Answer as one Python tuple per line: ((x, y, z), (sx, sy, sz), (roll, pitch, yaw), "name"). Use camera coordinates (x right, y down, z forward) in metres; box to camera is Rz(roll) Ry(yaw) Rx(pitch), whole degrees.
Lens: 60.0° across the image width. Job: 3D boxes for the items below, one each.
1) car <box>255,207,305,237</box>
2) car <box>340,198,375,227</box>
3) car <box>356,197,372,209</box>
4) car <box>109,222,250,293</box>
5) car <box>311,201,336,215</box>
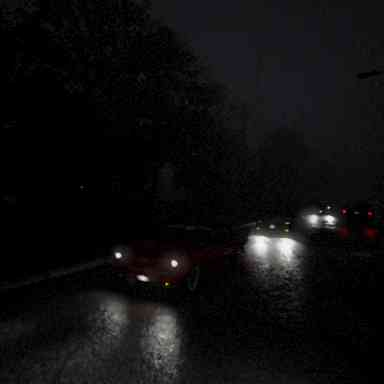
((4.905, 1.534, 18.197), (1.994, 1.385, 4.181), (2, 1, 28), "car")
((12.162, 1.435, 24.381), (2.097, 1.767, 4.553), (2, 1, 28), "car")
((24.794, 1.529, 47.838), (1.994, 1.385, 4.181), (2, 1, 28), "car")
((-0.023, 1.525, 8.989), (1.895, 1.301, 4.718), (2, 1, 27), "car")
((13.533, 1.572, 34.145), (1.895, 1.301, 4.718), (2, 1, 29), "car")
